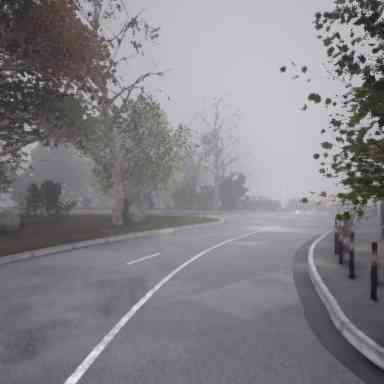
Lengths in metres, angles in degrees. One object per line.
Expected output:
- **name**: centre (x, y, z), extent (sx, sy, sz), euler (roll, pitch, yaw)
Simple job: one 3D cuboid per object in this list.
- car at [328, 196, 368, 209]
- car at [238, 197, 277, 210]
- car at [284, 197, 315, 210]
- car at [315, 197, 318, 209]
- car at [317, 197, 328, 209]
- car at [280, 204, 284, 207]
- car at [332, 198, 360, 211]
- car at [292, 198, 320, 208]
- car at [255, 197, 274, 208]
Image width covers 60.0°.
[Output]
- **car**: centre (22.386, 1.694, 47.101), extent (4.553, 1.767, 2.185), euler (0, -1, -4)
- **car**: centre (9.836, 1.849, 51.039), extent (4.892, 1.521, 2.231), euler (0, -1, -4)
- **car**: centre (15.098, 1.660, 46.951), extent (2.097, 1.767, 4.553), euler (0, -1, -3)
- **car**: centre (21.958, 1.685, 53.040), extent (5.566, 2.045, 2.435), euler (0, -1, -4)
- **car**: centre (22.192, 1.879, 50.127), extent (5.008, 1.535, 2.097), euler (0, -1, -4)
- **car**: centre (17.771, 2.126, 58.465), extent (2.033, 1.411, 5.357), euler (0, -2, -4)
- **car**: centre (17.027, 1.681, 36.798), extent (2.128, 1.511, 4.902), euler (0, 0, 25)
- **car**: centre (21.322, 2.054, 62.241), extent (4.553, 1.767, 2.185), euler (0, -2, -4)
- **car**: centre (14.007, 2.063, 64.516), extent (2.150, 2.045, 5.566), euler (0, -2, -4)
